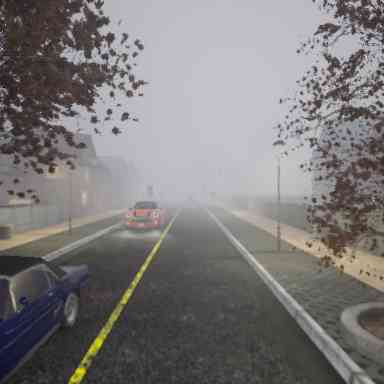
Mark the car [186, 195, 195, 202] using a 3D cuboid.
[{"bbox_3d":[-0.359,1.393,72.480,1.895,1.301,4.718,0,0,0],"label":"car"}]

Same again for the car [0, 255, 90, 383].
[{"bbox_3d":[-2.866,1.599,4.110,1.895,1.301,4.718,0,0,0],"label":"car"}]

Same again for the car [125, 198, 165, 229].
[{"bbox_3d":[-2.921,1.327,21.429,2.097,1.767,4.553,0,0,0],"label":"car"}]

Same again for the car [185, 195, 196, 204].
[{"bbox_3d":[-0.308,1.456,62.315,1.812,1.442,4.674,0,0,0],"label":"car"}]
